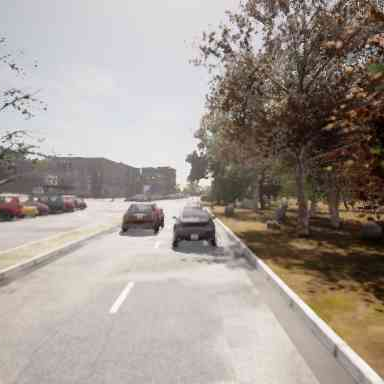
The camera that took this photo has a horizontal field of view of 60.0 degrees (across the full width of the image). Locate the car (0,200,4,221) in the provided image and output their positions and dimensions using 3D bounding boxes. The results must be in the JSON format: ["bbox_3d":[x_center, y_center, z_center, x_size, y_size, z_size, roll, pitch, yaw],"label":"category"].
[{"bbox_3d":[-16.820,1.620,24.283,4.792,1.488,2.163,-1,0,-20],"label":"car"}]

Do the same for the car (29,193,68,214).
[{"bbox_3d":[-16.791,1.427,36.301,5.566,2.045,2.435,-1,0,-20],"label":"car"}]

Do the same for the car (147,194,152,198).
[{"bbox_3d":[-13.806,1.763,86.149,5.366,1.575,1.946,-1,-1,-15],"label":"car"}]

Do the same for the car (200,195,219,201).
[{"bbox_3d":[4.660,1.604,88.725,4.553,1.767,2.185,1,0,-14],"label":"car"}]

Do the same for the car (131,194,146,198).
[{"bbox_3d":[-14.450,1.789,83.157,4.792,1.488,2.163,-1,0,-15],"label":"car"}]

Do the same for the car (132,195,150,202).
[{"bbox_3d":[-13.713,1.660,89.102,4.553,1.767,2.185,-1,-1,-14],"label":"car"}]

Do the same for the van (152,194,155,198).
[{"bbox_3d":[-13.248,1.575,92.143,4.442,1.987,1.878,-1,-1,-14],"label":"van"}]

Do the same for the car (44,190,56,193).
[{"bbox_3d":[-31.170,0.516,74.030,2.002,1.452,4.674,6,-3,-19],"label":"car"}]

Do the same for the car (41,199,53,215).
[{"bbox_3d":[-16.771,1.696,33.303,4.674,1.452,2.002,-1,0,-20],"label":"car"}]

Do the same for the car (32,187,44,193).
[{"bbox_3d":[-34.164,-0.046,74.093,2.435,2.045,5.566,6,-3,-19],"label":"car"}]

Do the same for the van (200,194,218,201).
[{"bbox_3d":[4.277,1.488,85.756,4.442,1.987,1.878,1,0,-14],"label":"van"}]

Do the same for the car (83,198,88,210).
[{"bbox_3d":[-16.628,1.619,45.351,4.553,1.767,2.185,-1,0,-19],"label":"car"}]

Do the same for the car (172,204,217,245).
[{"bbox_3d":[0.101,1.551,15.731,1.837,1.490,4.892,0,0,0],"label":"car"}]

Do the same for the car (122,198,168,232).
[{"bbox_3d":[-2.898,1.427,20.607,2.097,1.767,4.553,0,0,0],"label":"car"}]

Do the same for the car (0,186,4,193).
[{"bbox_3d":[-43.203,-0.612,74.146,2.231,1.521,4.892,6,-3,-19],"label":"car"}]

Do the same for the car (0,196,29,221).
[{"bbox_3d":[-16.821,1.361,27.288,5.566,2.045,2.435,-1,0,-20],"label":"car"}]

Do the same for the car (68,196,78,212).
[{"bbox_3d":[-16.719,1.449,39.338,5.566,2.045,2.435,-1,-1,-20],"label":"car"}]

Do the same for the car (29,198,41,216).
[{"bbox_3d":[-16.960,1.633,30.236,5.366,1.575,1.946,-1,0,-20],"label":"car"}]

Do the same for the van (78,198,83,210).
[{"bbox_3d":[-16.603,1.496,42.374,4.442,1.987,1.878,-1,-1,-19],"label":"van"}]

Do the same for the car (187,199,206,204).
[{"bbox_3d":[0.122,1.709,32.901,2.033,1.411,5.357,0,0,0],"label":"car"}]
